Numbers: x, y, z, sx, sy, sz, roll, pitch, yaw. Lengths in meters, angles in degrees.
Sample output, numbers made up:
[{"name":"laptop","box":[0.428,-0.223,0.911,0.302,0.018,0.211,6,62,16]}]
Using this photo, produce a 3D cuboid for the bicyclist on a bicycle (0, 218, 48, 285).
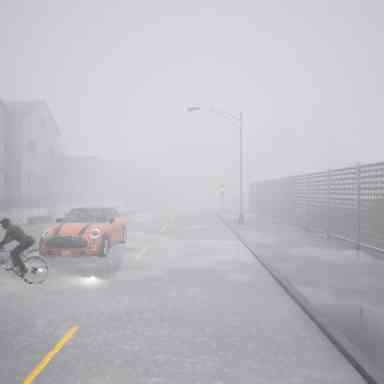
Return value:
[{"name":"bicyclist on a bicycle","box":[-4.295,1.455,8.014,1.656,1.620,0.582,-2,0,1]}]

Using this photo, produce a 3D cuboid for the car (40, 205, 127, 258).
[{"name":"car","box":[-3.941,1.352,12.774,2.097,1.767,4.553,0,0,1]}]
